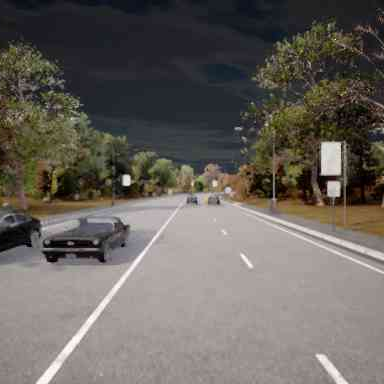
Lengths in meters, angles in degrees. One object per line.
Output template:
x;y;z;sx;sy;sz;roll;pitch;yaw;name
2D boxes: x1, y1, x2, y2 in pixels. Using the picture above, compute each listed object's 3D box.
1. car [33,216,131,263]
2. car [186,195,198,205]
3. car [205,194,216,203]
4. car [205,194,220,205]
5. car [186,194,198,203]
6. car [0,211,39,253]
-3.516;1.558;11.897;1.895;1.301;4.718;0;0;0;car
0.003;1.304;53.917;1.837;1.490;4.892;0;0;0;car
3.504;1.210;64.328;1.882;1.535;5.008;0;0;0;car
3.503;1.290;53.917;2.128;1.511;4.902;0;0;0;car
0.003;1.224;64.333;2.128;1.511;4.902;0;0;0;car
-7.019;1.450;11.606;2.128;1.511;4.902;0;0;0;car
